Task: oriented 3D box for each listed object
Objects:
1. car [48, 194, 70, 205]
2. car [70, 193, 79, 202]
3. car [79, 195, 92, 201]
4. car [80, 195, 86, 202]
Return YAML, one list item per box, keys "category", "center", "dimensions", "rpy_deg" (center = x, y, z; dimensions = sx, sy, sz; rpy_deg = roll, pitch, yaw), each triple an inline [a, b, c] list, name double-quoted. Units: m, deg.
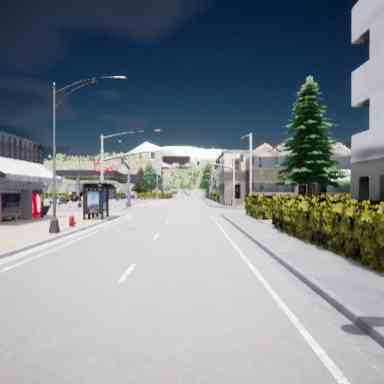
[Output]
- category: "car"
  center: [-22.566, 1.385, 55.930]
  dimensions: [1.970, 1.475, 3.806]
  rpy_deg: [0, 0, 0]
- category: "car"
  center: [-25.891, 1.252, 72.981]
  dimensions: [1.932, 1.855, 4.605]
  rpy_deg: [0, 0, 0]
- category: "car"
  center: [-25.952, 1.517, 81.460]
  dimensions: [1.970, 1.475, 3.806]
  rpy_deg: [0, 0, 0]
- category: "car"
  center: [-18.922, 1.452, 62.989]
  dimensions: [2.007, 1.523, 4.514]
  rpy_deg: [0, 0, 0]
